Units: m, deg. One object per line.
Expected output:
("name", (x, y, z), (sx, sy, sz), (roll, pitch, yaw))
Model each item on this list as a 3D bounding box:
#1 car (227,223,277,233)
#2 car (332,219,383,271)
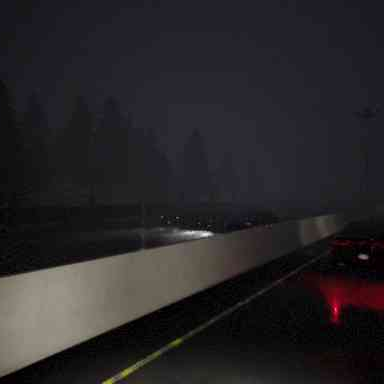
("car", (3.743, 1.787, 20.479), (1.882, 1.535, 5.008), (-1, -1, 34))
("car", (6.072, 1.651, 11.123), (1.882, 1.535, 5.008), (-1, -1, 34))
